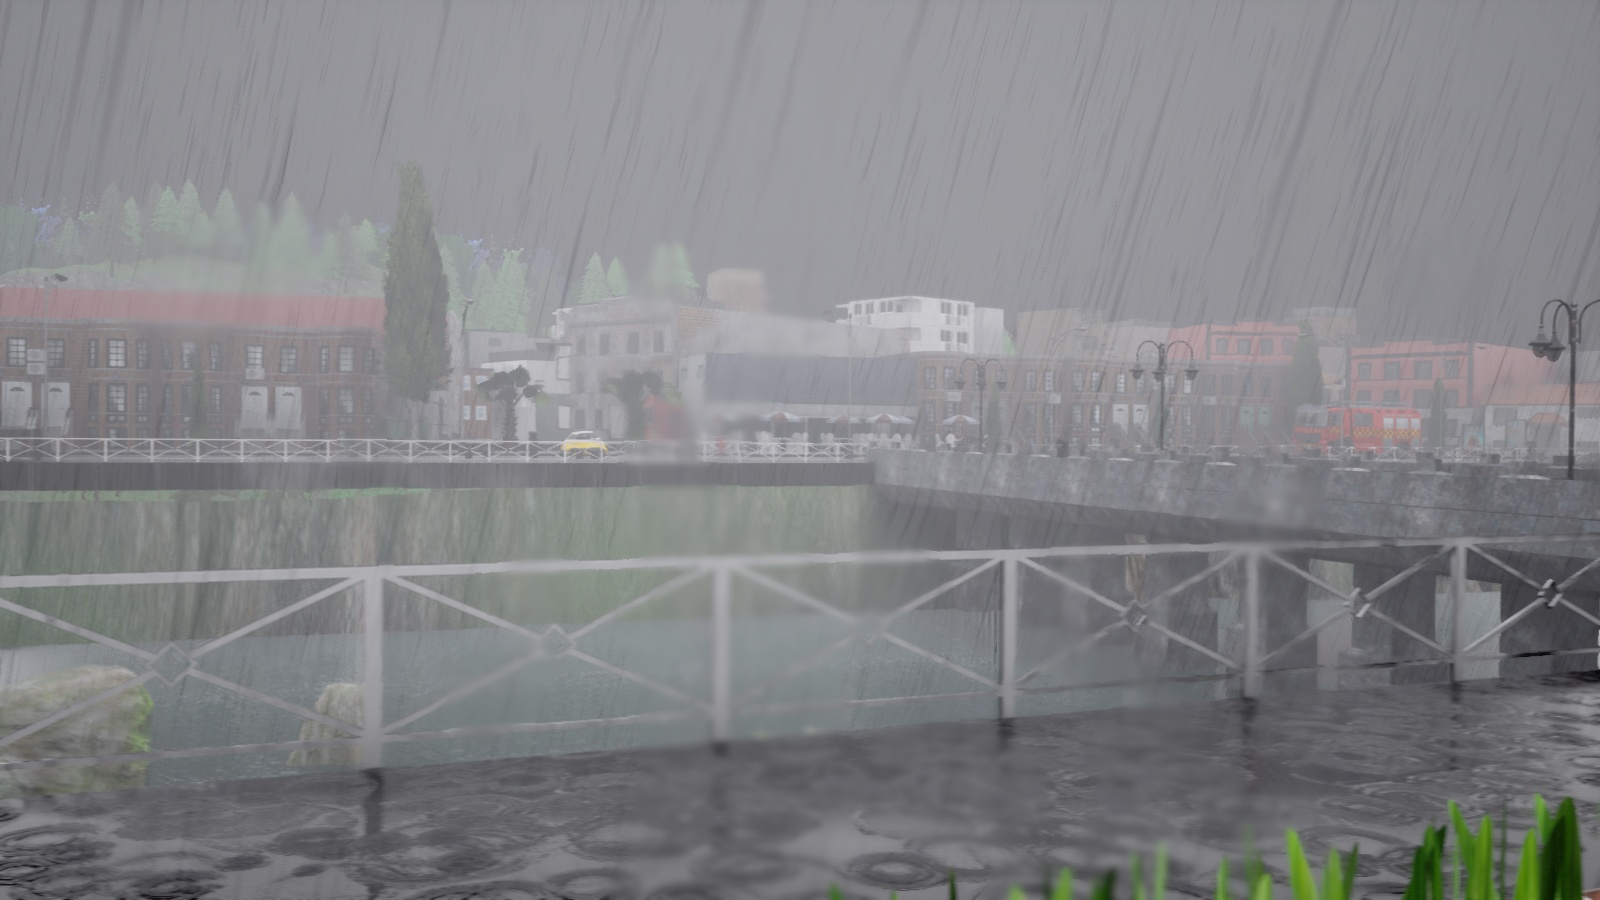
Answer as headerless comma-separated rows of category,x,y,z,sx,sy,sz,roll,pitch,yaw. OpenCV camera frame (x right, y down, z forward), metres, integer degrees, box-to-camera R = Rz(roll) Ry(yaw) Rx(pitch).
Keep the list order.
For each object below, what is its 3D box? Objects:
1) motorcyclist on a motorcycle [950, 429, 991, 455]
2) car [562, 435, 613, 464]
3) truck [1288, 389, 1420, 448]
motorcyclist on a motorcycle,9.974,-0.471,73.532,2.191,1.530,0.866,-1,1,-21
car,-10.399,-0.036,61.514,2.207,1.376,1.481,-1,1,-21
truck,37.000,-2.130,83.788,8.468,3.827,2.891,-1,1,-21
